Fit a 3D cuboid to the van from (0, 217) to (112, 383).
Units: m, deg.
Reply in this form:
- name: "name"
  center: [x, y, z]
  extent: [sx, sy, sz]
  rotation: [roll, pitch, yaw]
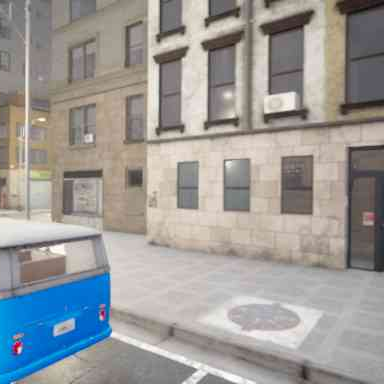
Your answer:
- name: "van"
  center: [-2.977, 1.284, 4.832]
  extent: [3.998, 1.788, 1.690]
  rotation: [1, 1, 34]
